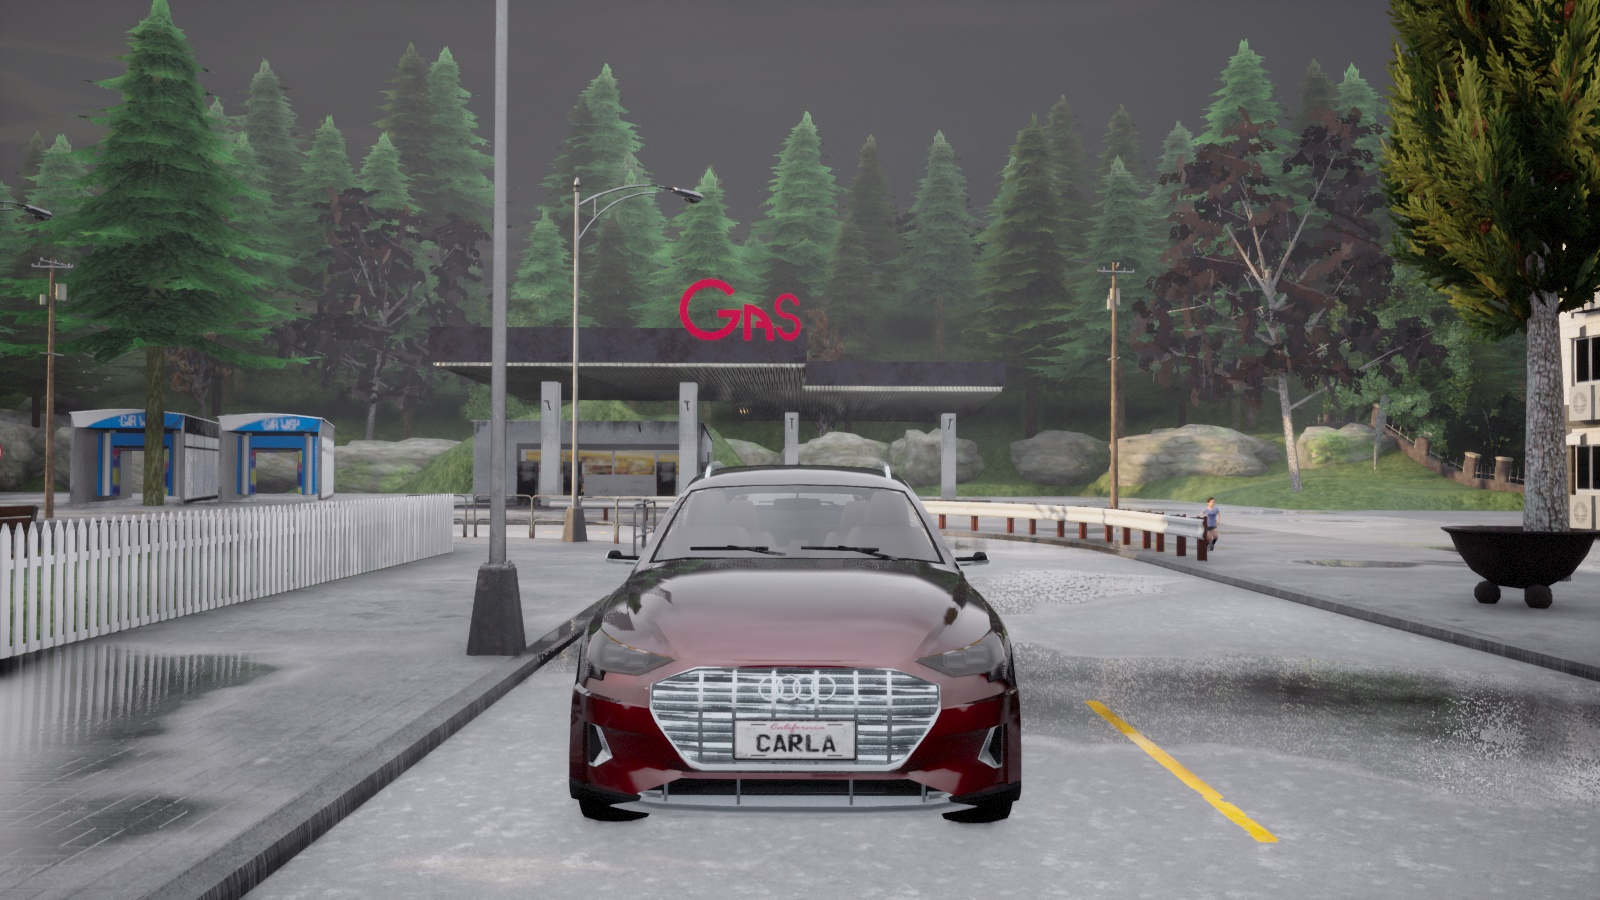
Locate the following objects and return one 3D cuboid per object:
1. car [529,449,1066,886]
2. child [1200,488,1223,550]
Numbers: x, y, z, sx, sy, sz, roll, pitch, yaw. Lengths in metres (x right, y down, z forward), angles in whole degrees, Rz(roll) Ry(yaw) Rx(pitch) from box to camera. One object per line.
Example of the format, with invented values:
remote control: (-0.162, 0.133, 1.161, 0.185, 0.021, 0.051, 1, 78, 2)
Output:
car: (-0.007, 0.865, 7.197, 2.033, 1.649, 4.856, 0, -1, 0)
child: (7.540, 1.259, 23.002, 0.255, 1.110, 0.394, 0, -1, -4)
